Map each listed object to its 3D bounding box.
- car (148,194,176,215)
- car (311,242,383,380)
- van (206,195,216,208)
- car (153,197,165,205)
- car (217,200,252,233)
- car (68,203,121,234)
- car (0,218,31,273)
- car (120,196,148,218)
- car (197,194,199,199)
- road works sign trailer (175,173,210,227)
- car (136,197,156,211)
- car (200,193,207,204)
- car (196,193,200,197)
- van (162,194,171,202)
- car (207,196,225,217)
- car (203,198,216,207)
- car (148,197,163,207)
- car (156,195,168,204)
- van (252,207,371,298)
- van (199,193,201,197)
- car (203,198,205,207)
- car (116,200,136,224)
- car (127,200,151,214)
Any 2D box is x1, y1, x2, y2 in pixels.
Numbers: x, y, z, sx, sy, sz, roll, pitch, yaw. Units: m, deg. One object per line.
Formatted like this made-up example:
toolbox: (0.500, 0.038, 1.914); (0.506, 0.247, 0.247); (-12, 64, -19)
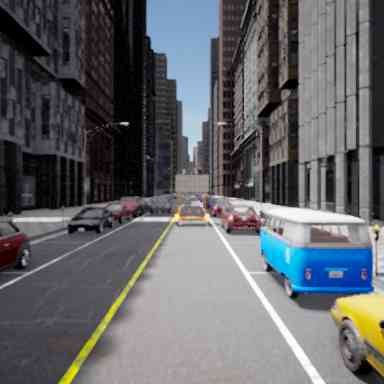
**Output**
car: (-3.103, 1.371, 34.468); (2.097, 1.767, 4.553); (0, 0, 0)
car: (2.765, 1.526, 2.767); (1.752, 1.417, 4.829); (0, 0, 0)
van: (2.758, 1.361, 36.417); (1.690, 1.788, 3.998); (0, 0, 0)
car: (-5.773, 1.559, 58.781); (1.752, 1.417, 4.829); (0, 0, 0)
car: (2.761, 1.450, 19.507); (1.967, 1.590, 4.097); (0, 0, 0)
car: (-5.764, 1.576, 19.496); (1.947, 1.339, 4.313); (0, 0, 0)
car: (-5.761, 1.443, 8.225); (1.967, 1.590, 4.097); (0, 0, 0)
car: (-5.766, 1.332, 30.769); (2.192, 1.841, 5.009); (0, 0, 0)
car: (2.748, 1.611, 75.874); (1.947, 1.339, 4.313); (0, 0, 0)
road works sign trailer: (0.011, 0.476, 22.870); (2.380, 3.560, 2.880); (0, 0, 0)
car: (-5.769, 1.464, 42.043); (1.967, 1.590, 4.097); (0, 0, 0)
car: (2.755, 1.342, 47.691); (2.192, 1.841, 5.009); (0, 0, 0)
car: (2.745, 1.598, 87.148); (1.887, 1.381, 4.507); (0, 0, 0)
van: (-5.776, 1.386, 75.860); (1.690, 1.788, 3.998); (0, 0, 0)
car: (2.759, 1.457, 30.780); (1.967, 1.590, 4.097); (0, 0, 0)
car: (2.753, 1.597, 53.327); (1.947, 1.339, 4.313); (0, 0, 0)
car: (-5.772, 1.581, 53.315); (2.008, 1.369, 4.403); (0, 0, 0)
car: (-5.774, 1.478, 64.587); (1.967, 1.590, 4.097); (0, 0, 0)
van: (2.764, 1.345, 8.234); (1.690, 1.788, 3.998); (0, 0, 0)
van: (2.751, 1.379, 64.601); (1.690, 1.788, 3.998); (0, 0, 0)
car: (2.756, 1.568, 42.054); (1.887, 1.381, 4.507); (0, 0, 0)
car: (-5.766, 1.558, 25.133); (1.887, 1.381, 4.507); (0, 0, 0)
car: (-5.768, 1.586, 36.406); (1.947, 1.339, 4.313); (0, 0, 0)
